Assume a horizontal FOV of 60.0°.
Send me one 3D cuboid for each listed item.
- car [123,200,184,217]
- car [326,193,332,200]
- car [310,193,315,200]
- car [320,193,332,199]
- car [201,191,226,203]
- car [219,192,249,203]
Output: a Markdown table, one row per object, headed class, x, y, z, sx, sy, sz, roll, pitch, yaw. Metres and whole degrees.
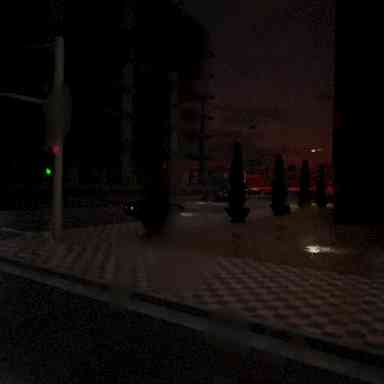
| class | x | y | z | sx | sy | sz | roll | pitch | yaw |
| --- | --- | --- | --- | --- | --- | --- | --- | --- | --- |
| car | -2.805 | 1.184 | 25.486 | 2.033 | 1.411 | 5.357 | 1 | 1 | 35 |
| car | 31.568 | 1.173 | 74.919 | 1.994 | 1.385 | 4.181 | 1 | 1 | 35 |
| car | 28.459 | 1.024 | 76.574 | 1.882 | 1.535 | 5.008 | 1 | 1 | 35 |
| car | 34.409 | 0.970 | 85.129 | 1.812 | 1.442 | 4.674 | 1 | 1 | 35 |
| car | 3.216 | 0.978 | 52.608 | 1.994 | 1.385 | 4.181 | 1 | 1 | 35 |
| car | 6.541 | 1.088 | 51.250 | 1.895 | 1.301 | 4.718 | 1 | 1 | 35 |
